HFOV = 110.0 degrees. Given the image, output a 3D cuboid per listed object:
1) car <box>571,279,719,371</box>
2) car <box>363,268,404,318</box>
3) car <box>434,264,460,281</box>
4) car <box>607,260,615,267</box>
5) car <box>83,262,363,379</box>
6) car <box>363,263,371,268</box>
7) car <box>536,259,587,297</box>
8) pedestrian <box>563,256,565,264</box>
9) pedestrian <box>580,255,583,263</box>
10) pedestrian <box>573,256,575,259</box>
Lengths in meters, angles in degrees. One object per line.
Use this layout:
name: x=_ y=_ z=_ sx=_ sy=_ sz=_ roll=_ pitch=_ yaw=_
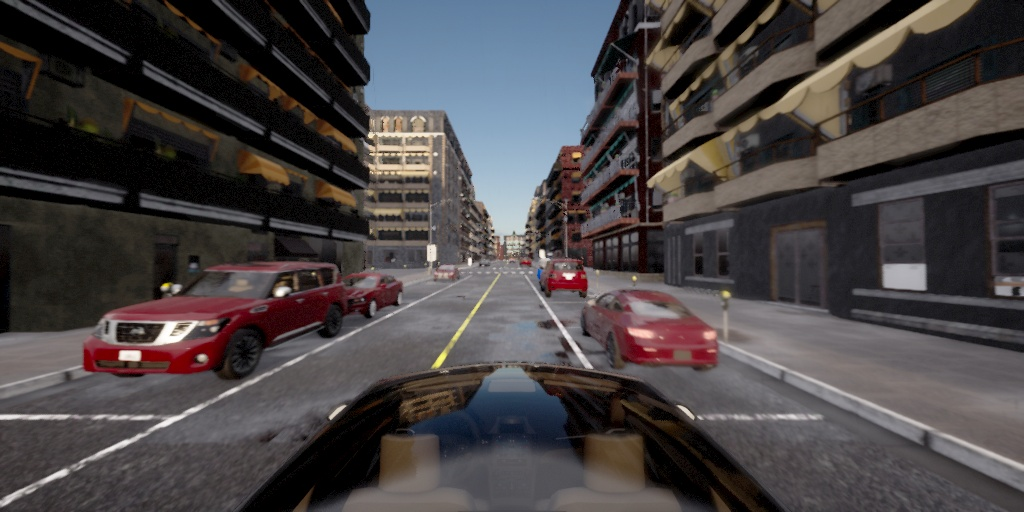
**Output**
car: x=2.536 y=1.330 z=7.430 sx=1.802 sy=1.307 sz=4.207 roll=0 pitch=0 yaw=0
car: x=-5.310 y=1.293 z=13.019 sx=1.888 sy=1.381 sz=4.507 roll=0 pitch=0 yaw=0
car: x=-5.303 y=1.342 z=29.612 sx=1.802 sy=1.307 sz=4.207 roll=0 pitch=0 yaw=0
car: x=13.764 y=1.211 z=47.437 sx=4.403 sy=1.370 sz=2.007 roll=0 pitch=0 yaw=0
car: x=-5.312 y=1.063 z=7.488 sx=2.192 sy=1.841 sz=5.009 roll=0 pitch=0 yaw=0
car: x=-24.421 y=1.469 z=55.423 sx=4.829 sy=1.417 sz=1.751 roll=0 pitch=0 yaw=0
car: x=2.541 y=1.065 z=18.492 sx=2.192 sy=1.841 sz=5.009 roll=0 pitch=0 yaw=0
pedestrian: x=6.026 y=0.904 z=41.961 sx=0.375 sy=1.860 sz=0.375 roll=1 pitch=-1 yaw=0
pedestrian: x=8.026 y=0.795 z=41.362 sx=0.375 sy=1.860 sz=0.375 roll=1 pitch=-1 yaw=0
pedestrian: x=7.026 y=0.874 z=40.761 sx=0.375 sy=1.860 sz=0.375 roll=1 pitch=-1 yaw=0
